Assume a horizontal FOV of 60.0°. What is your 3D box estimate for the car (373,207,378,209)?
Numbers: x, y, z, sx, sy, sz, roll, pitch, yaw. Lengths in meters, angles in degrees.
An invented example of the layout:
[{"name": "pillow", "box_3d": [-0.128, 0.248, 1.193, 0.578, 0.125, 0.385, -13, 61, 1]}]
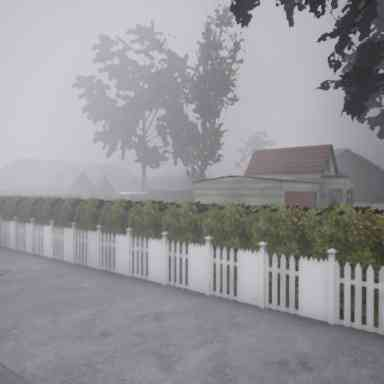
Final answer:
[{"name": "car", "box_3d": [7.345, 1.298, 13.753, 4.181, 1.381, 1.994, 0, 0, 37]}]
